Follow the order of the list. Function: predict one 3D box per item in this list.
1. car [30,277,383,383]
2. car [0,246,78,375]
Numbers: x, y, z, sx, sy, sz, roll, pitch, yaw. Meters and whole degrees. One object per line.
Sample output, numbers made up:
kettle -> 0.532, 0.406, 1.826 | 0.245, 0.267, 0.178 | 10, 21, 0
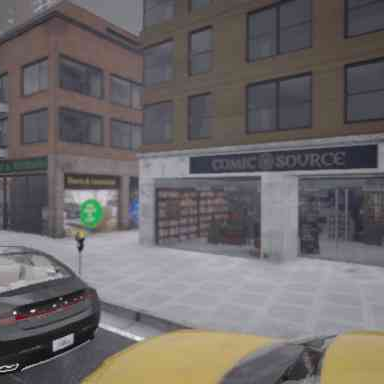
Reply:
car -> 1.189, 1.525, 1.998 | 4.829, 1.417, 1.752 | 0, 0, 35
car -> -3.290, 1.527, 5.190 | 4.403, 1.369, 2.008 | 0, 0, 35
